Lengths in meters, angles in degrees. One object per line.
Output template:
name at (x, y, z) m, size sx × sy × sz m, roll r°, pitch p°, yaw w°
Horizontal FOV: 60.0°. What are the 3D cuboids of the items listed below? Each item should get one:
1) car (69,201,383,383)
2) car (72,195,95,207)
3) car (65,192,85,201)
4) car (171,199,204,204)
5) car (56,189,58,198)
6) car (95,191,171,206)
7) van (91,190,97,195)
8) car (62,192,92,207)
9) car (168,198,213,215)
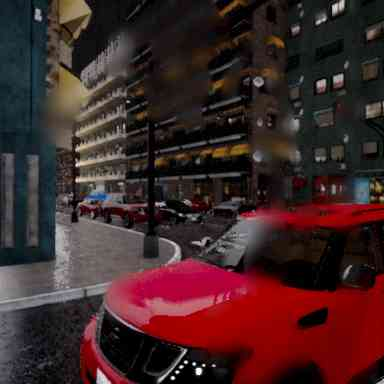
car at (1.521, 1.215, 4.347) m, size 5.566 × 2.045 × 2.150 m, roll 0°, pitch 0°, yaw -36°
car at (-7.002, 1.161, 24.482) m, size 1.887 × 1.381 × 4.507 m, roll 1°, pitch 0°, yaw -36°
car at (-19.853, 0.726, 56.412) m, size 1.887 × 1.381 × 4.507 m, roll 1°, pitch 0°, yaw -36°
car at (-1.260, 1.246, 20.968) m, size 1.812 × 1.442 × 4.674 m, roll 0°, pitch 1°, yaw -36°
car at (-29.674, 0.257, 69.930) m, size 2.192 × 1.841 × 5.009 m, roll 1°, pitch 0°, yaw -36°
car at (-3.720, 1.012, 19.976) m, size 2.192 × 1.841 × 5.009 m, roll 1°, pitch 0°, yaw -36°
van at (-13.298, 0.684, 47.401) m, size 1.690 × 1.788 × 3.998 m, roll 1°, pitch 0°, yaw -36°
car at (-13.184, 0.991, 37.394) m, size 1.994 × 1.385 × 4.181 m, roll 0°, pitch 1°, yaw -36°
car at (-0.201, 1.246, 29.378) m, size 1.802 × 1.307 × 4.206 m, roll 1°, pitch 0°, yaw -36°
